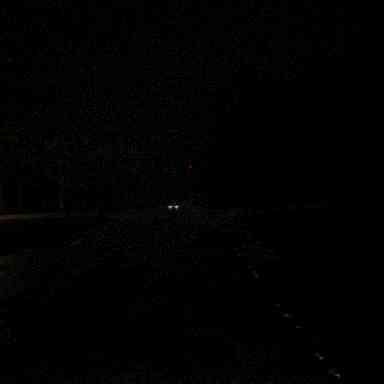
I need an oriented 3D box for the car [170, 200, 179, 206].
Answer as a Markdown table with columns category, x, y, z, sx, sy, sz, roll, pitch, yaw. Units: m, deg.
| category | x | y | z | sx | sy | sz | roll | pitch | yaw |
| --- | --- | --- | --- | --- | --- | --- | --- | --- | --- |
| car | -4.463 | 2.682 | 80.723 | 1.837 | 1.490 | 4.892 | 0 | -1 | -1 |
